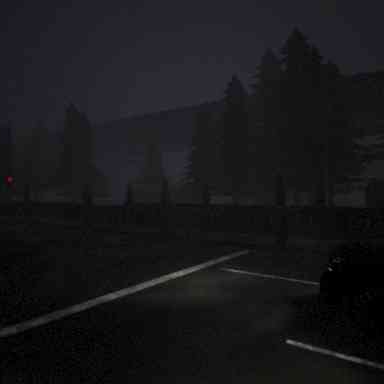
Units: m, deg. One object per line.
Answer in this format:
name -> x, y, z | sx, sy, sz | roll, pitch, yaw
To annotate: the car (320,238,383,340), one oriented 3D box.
car -> 4.847, 1.221, 4.783 | 5.566, 2.045, 2.150 | 0, 0, 38
